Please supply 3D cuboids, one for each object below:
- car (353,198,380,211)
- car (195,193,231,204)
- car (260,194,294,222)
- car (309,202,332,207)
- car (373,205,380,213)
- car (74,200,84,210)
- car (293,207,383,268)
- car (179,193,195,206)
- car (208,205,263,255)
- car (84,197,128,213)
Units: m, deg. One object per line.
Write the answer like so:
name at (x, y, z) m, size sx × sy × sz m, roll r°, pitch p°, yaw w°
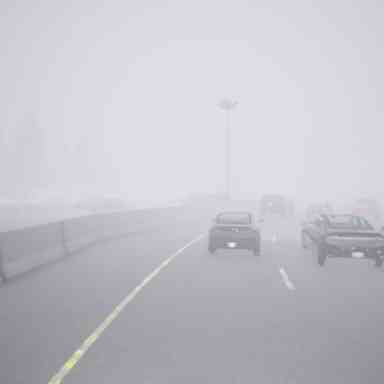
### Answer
car at (15.862, 1.357, 30.263) m, size 2.097 × 1.767 × 4.553 m, roll 0°, pitch 0°, yaw 30°
car at (3.178, 1.141, 43.526) m, size 2.150 × 2.045 × 5.566 m, roll 0°, pitch 0°, yaw 33°
car at (7.765, 1.190, 30.182) m, size 2.150 × 2.045 × 5.566 m, roll 0°, pitch 0°, yaw 27°
car at (11.554, 1.588, 29.898) m, size 1.895 × 1.301 × 4.718 m, roll 0°, pitch 0°, yaw 28°
car at (8.695, 1.491, 12.319) m, size 1.882 × 1.535 × 5.008 m, roll 0°, pitch 0°, yaw 12°
car at (-11.450, 1.337, 38.915) m, size 1.882 × 1.535 × 5.008 m, roll 0°, pitch 0°, yaw 27°
car at (4.957, 1.489, 11.424) m, size 2.128 × 1.511 × 4.902 m, roll 0°, pitch 0°, yaw 11°
car at (0.468, 1.124, 45.767) m, size 2.150 × 2.045 × 5.566 m, roll 0°, pitch 0°, yaw 33°
car at (1.798, 1.483, 13.330) m, size 1.837 × 1.490 × 4.892 m, roll 0°, pitch 0°, yaw 11°
car at (-8.936, 1.383, 36.050) m, size 1.837 × 1.490 × 4.892 m, roll 0°, pitch 0°, yaw 26°
